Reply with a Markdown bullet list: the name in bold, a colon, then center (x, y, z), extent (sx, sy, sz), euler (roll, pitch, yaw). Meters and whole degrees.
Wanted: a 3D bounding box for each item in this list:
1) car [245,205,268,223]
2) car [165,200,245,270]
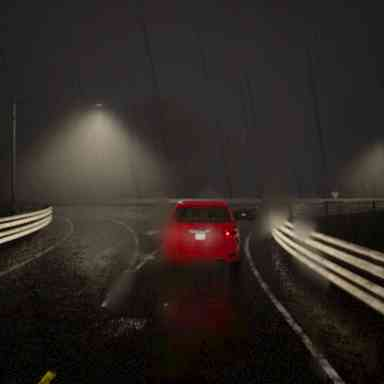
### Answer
- **car**: center (4.771, 1.692, 26.858), extent (1.994, 1.385, 4.181), euler (0, 0, 25)
- **car**: center (0.483, 1.279, 11.441), extent (2.150, 2.045, 5.566), euler (0, 0, 5)
